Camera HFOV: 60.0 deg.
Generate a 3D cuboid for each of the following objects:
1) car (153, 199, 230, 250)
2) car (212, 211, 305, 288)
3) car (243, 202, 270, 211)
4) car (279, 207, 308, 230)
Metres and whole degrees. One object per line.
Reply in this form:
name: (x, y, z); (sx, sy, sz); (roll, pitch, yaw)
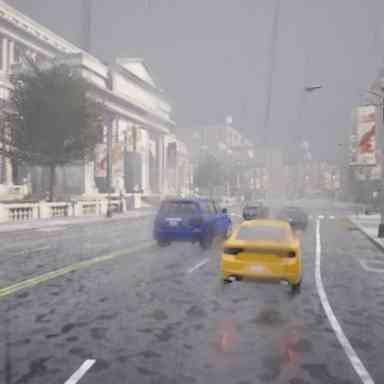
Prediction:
car: (0.212, 1.308, 15.047); (2.150, 2.045, 5.566); (0, 0, 20)
car: (2.141, 1.541, 9.674); (1.882, 1.535, 5.008); (0, 0, 17)
car: (5.771, 1.683, 29.788); (2.128, 1.511, 4.902); (0, 0, 21)
car: (6.812, 1.719, 22.654); (1.994, 1.385, 4.181); (0, 0, 21)
